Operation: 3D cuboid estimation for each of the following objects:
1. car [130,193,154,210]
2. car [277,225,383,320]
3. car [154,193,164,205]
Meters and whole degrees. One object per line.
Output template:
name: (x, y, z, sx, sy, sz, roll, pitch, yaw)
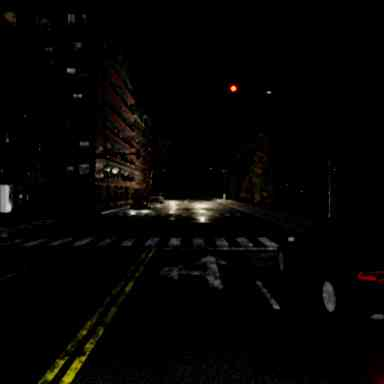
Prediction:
car: (-6.466, 1.309, 42.068, 2.097, 1.767, 4.553, 0, 0, 0)
car: (3.372, 1.468, 7.466, 1.882, 1.535, 5.008, 0, 0, -1)
car: (-6.365, 1.170, 59.613, 2.150, 2.045, 5.566, 0, 0, 1)
